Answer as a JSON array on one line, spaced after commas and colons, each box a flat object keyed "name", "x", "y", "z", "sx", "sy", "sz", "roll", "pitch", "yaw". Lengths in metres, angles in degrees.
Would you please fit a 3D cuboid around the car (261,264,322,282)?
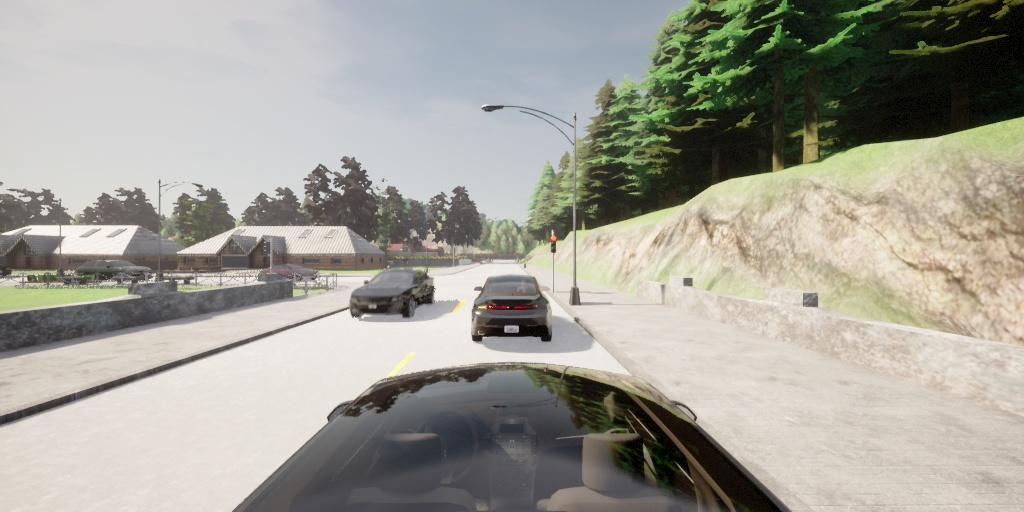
[{"name": "car", "x": -17.305, "y": 1.313, "z": 28.173, "sx": 4.181, "sy": 1.385, "sz": 1.994, "roll": 0, "pitch": 0, "yaw": -1}]

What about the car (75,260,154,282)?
[{"name": "car", "x": -30.964, "y": 1.103, "z": 28.057, "sx": 4.553, "sy": 1.767, "sz": 2.097, "roll": 0, "pitch": 0, "yaw": 0}]

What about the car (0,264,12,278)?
[{"name": "car", "x": -48.130, "y": 1.228, "z": 32.051, "sx": 5.008, "sy": 1.535, "sz": 1.882, "roll": 0, "pitch": 0, "yaw": 0}]

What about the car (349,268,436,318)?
[{"name": "car", "x": -4.129, "y": 1.227, "z": 13.133, "sx": 1.882, "sy": 1.535, "sz": 5.008, "roll": 0, "pitch": 0, "yaw": 0}]

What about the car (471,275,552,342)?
[{"name": "car", "x": -0.009, "y": 1.255, "z": 9.792, "sx": 1.837, "sy": 1.490, "sz": 4.892, "roll": 0, "pitch": 0, "yaw": 0}]
